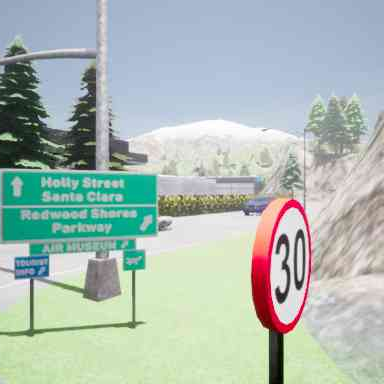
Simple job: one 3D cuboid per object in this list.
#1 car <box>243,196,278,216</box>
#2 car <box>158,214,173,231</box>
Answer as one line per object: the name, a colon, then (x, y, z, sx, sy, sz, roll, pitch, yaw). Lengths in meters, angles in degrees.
car: (7.401, 1.413, 34.867, 2.150, 2.045, 5.566, 0, 0, 36)
car: (-3.311, 1.792, 20.057, 1.895, 1.301, 4.718, 0, 0, 36)
